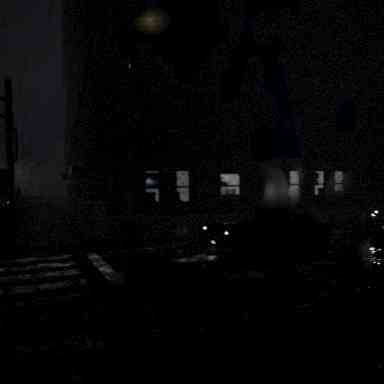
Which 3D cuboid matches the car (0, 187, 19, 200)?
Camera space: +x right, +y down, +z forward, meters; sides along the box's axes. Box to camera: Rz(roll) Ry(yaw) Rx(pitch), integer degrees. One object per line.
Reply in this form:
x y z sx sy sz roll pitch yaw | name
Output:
-26.201 0.282 46.743 2.192 1.841 5.009 -2 2 -24 | car

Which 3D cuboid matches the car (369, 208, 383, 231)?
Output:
10.861 1.050 16.203 4.553 1.767 2.097 0 1 -26 | car

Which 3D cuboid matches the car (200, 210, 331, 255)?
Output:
2.710 1.364 12.198 4.718 1.301 1.895 0 1 -26 | car
